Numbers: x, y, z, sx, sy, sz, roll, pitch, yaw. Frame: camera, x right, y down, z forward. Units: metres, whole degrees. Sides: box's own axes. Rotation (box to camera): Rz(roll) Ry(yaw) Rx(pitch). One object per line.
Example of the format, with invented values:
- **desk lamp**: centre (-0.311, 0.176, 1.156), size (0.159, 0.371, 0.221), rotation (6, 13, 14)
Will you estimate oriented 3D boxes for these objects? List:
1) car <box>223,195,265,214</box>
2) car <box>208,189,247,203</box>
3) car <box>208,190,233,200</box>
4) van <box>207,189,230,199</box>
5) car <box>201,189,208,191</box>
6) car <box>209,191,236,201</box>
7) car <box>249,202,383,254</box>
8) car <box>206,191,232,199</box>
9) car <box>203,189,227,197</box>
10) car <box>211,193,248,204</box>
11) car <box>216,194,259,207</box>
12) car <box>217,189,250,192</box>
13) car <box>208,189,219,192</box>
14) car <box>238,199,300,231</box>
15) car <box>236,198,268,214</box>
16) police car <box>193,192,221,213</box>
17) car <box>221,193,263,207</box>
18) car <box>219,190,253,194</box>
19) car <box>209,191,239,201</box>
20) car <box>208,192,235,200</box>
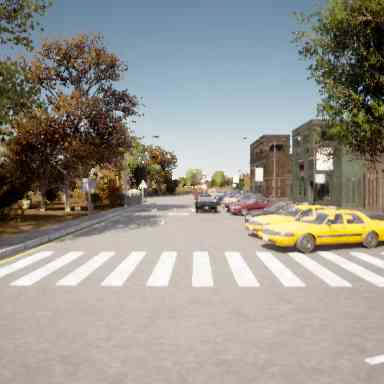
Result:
- **car**: centre (5.380, 1.191, 27.826), size (4.674, 1.452, 2.002), rotation (0, 1, -20)
- **car**: centre (5.519, 0.614, 51.825), size (5.566, 2.045, 2.435), rotation (1, 1, -20)
- **car**: centre (5.680, 0.590, 66.857), size (4.553, 1.767, 2.185), rotation (1, 1, -20)
- **van**: centre (5.790, 0.433, 72.904), size (4.442, 1.987, 1.878), rotation (1, 0, -20)
- **car**: centre (1.344, 0.784, 46.590), size (2.150, 2.045, 5.566), rotation (0, 1, 0)
- **car**: centre (5.576, 0.647, 60.841), size (4.553, 1.767, 2.185), rotation (1, 0, -20)
- **car**: centre (5.150, 1.345, 12.761), size (5.366, 1.575, 1.946), rotation (1, 1, -20)
- **car**: centre (5.656, 0.686, 69.861), size (5.008, 1.535, 2.097), rotation (1, 0, -20)
- **car**: centre (5.745, 0.294, 84.895), size (5.566, 2.045, 2.435), rotation (1, 0, -20)
- **car**: centre (5.491, 0.928, 48.827), size (4.792, 1.488, 2.163), rotation (1, 1, -20)
- **car**: centre (5.450, 1.042, 39.834), size (4.674, 1.452, 2.002), rotation (1, 0, -20)
- **car**: centre (5.466, 0.913, 36.836), size (4.553, 1.767, 2.185), rotation (1, 1, -20)
- **car**: centre (5.465, 0.715, 42.809), size (5.566, 2.045, 2.435), rotation (1, 1, -20)
- **car**: centre (5.156, 1.305, 15.762), size (5.366, 1.575, 1.946), rotation (1, 1, -20)
- **car**: centre (5.347, 1.271, 18.826), size (4.892, 1.521, 2.231), rotation (1, 1, -20)
- **police car**: centre (1.248, 1.083, 30.672), size (1.930, 1.638, 5.238), rotation (0, 1, 0)
- **car**: centre (5.367, 1.142, 30.817), size (4.792, 1.488, 2.163), rotation (1, 1, -20)
- **car**: centre (5.446, 0.950, 33.835), size (4.553, 1.767, 2.185), rotation (1, 1, -20)
- **car**: centre (5.555, 0.677, 57.840), size (4.553, 1.767, 2.185), rotation (1, 0, -20)
- **car**: centre (5.628, 0.784, 63.851), size (4.674, 1.452, 2.002), rotation (1, 1, -20)
